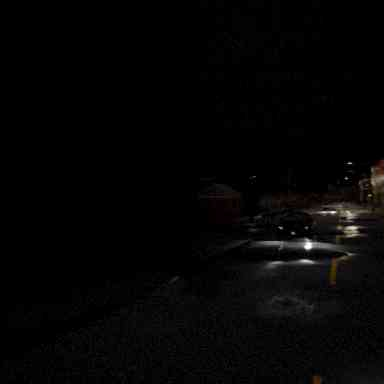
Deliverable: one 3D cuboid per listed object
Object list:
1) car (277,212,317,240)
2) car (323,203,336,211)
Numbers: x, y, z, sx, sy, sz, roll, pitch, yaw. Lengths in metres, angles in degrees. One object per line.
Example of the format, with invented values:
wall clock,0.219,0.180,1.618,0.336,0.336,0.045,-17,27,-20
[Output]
car,6.292,1.934,19.689,1.812,1.442,4.674,-2,-2,25
car,23.772,2.637,57.572,1.895,1.301,4.718,-2,-2,25
